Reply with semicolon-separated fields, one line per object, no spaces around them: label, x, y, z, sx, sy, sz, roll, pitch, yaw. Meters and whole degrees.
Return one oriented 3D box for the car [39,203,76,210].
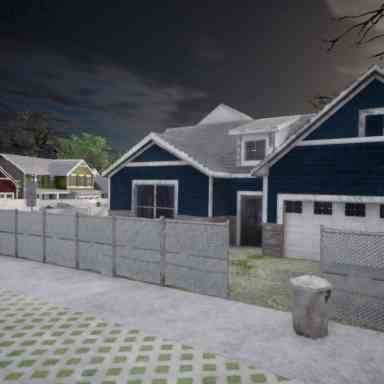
car;-13.215;1.766;32.846;1.994;1.385;4.181;1;0;18

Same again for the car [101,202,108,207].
car;-9.919;1.797;43.016;2.128;1.511;4.902;1;0;17
